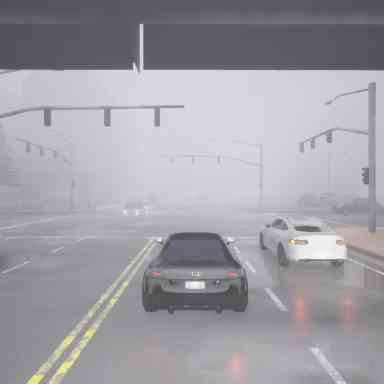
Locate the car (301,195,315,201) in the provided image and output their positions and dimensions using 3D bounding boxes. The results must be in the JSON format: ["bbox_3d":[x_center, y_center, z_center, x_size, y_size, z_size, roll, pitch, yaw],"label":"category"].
[{"bbox_3d":[27.916,1.395,79.934,1.970,1.475,3.806,0,0,0],"label":"car"}]

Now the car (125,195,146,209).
[{"bbox_3d":[-7.994,1.478,46.136,1.882,1.535,5.008,0,0,0],"label":"car"}]

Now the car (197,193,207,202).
[{"bbox_3d":[2.403,1.223,76.990,2.150,2.045,5.566,0,0,0],"label":"car"}]

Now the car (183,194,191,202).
[{"bbox_3d":[-1.097,1.593,76.964,1.895,1.301,4.718,0,0,0],"label":"car"}]

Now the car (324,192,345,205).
[{"bbox_3d":[19.540,1.156,47.340,1.905,1.878,3.866,0,0,0],"label":"car"}]

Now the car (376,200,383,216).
[{"bbox_3d":[19.150,1.601,29.626,4.718,1.301,1.895,0,0,1],"label":"car"}]

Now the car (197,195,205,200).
[{"bbox_3d":[2.344,1.378,86.058,1.994,1.385,4.181,0,0,0],"label":"car"}]

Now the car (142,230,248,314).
[{"bbox_3d":[0.067,1.564,7.704,1.994,1.385,4.181,0,0,0],"label":"car"}]

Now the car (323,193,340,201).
[{"bbox_3d":[33.495,1.153,80.000,1.932,1.855,4.605,0,0,0],"label":"car"}]

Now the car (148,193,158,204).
[{"bbox_3d":[-8.051,1.221,66.069,2.150,2.045,5.566,0,0,0],"label":"car"}]

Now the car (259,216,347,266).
[{"bbox_3d":[3.582,1.526,11.364,1.812,1.442,4.674,0,0,0],"label":"car"}]

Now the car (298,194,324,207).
[{"bbox_3d":[16.645,1.153,47.386,1.932,1.855,4.605,0,0,0],"label":"car"}]

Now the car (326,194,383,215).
[{"bbox_3d":[16.354,1.352,33.157,4.553,1.767,2.097,0,0,1],"label":"car"}]

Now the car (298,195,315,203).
[{"bbox_3d":[22.193,1.395,64.815,1.970,1.475,3.806,0,0,0],"label":"car"}]

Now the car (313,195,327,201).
[{"bbox_3d":[30.811,1.364,79.942,1.784,1.438,3.905,0,0,0],"label":"car"}]

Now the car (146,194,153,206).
[{"bbox_3d":[-8.044,1.526,55.416,1.812,1.442,4.674,0,0,0],"label":"car"}]

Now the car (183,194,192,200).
[{"bbox_3d":[-1.156,1.351,86.035,2.128,1.511,4.902,0,0,0],"label":"car"}]
